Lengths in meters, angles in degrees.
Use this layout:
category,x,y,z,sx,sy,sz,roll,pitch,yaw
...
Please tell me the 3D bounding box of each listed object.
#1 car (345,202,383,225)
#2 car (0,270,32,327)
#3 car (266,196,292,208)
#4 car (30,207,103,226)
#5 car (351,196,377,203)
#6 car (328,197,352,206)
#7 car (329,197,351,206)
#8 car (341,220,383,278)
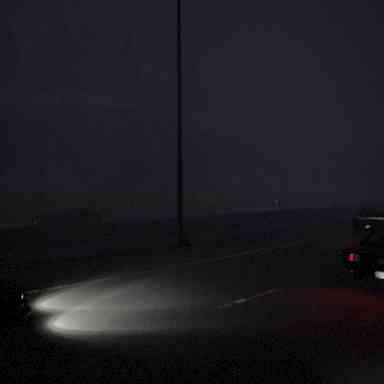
category,x,y,z,sx,sy,sz,roll,pitch,yaw
car,10.376,1.495,18.003,4.902,1.511,2.128,0,0,-44
car,-5.201,1.598,4.478,5.357,1.411,2.033,0,0,-35
car,13.121,1.453,50.211,4.553,1.767,2.097,0,0,-44
car,-8.972,1.742,23.950,4.718,1.301,1.895,0,0,-42
car,24.479,1.619,46.618,4.718,1.301,1.895,0,0,-44
car,25.583,1.597,57.408,5.357,1.411,2.033,0,0,-44
car,22.534,1.566,49.605,4.674,1.442,1.812,0,0,-44
car,5.983,1.599,9.035,4.718,1.301,1.895,0,0,-42
